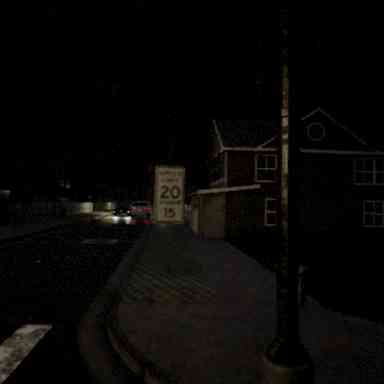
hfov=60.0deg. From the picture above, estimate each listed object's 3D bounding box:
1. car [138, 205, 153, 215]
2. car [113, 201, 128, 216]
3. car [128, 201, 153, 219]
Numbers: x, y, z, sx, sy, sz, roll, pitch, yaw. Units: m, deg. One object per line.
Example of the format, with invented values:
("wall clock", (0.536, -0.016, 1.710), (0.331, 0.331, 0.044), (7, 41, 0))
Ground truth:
("car", (-7.182, 2.784, 52.097), (2.033, 1.411, 5.357), (1, -2, -5))
("car", (-9.447, 2.237, 46.133), (2.150, 2.045, 5.566), (1, -2, -5))
("car", (-6.208, 2.153, 40.883), (2.150, 2.045, 5.566), (1, -2, -5))
